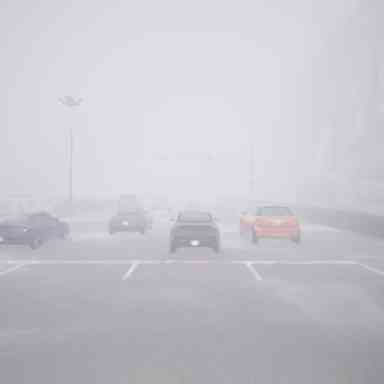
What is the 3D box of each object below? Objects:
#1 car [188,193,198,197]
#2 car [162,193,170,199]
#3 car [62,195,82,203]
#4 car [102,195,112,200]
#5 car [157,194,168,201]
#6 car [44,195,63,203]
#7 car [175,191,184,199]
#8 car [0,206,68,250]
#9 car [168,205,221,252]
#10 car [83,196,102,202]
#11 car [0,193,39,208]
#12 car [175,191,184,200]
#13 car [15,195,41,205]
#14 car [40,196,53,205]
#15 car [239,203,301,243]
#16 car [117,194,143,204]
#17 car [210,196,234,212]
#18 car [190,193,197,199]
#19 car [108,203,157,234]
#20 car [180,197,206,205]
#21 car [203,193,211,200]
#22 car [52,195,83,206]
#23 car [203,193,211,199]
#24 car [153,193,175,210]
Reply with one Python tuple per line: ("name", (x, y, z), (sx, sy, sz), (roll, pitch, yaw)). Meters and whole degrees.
("car", (0.223, 1.159, 75.606), (1.882, 1.535, 5.008), (0, 1, 0))
("car", (-6.696, 1.012, 86.073), (1.837, 1.490, 4.892), (0, 1, 0))
("car", (-24.339, 1.321, 67.705), (2.128, 1.511, 4.902), (0, 1, 0))
("car", (-17.344, 1.329, 67.019), (1.812, 1.442, 4.674), (0, 1, 0))
("car", (-6.767, 1.222, 76.827), (1.994, 1.385, 4.181), (0, 1, 0))
("car", (-27.844, 1.400, 67.065), (1.895, 1.301, 4.718), (0, 1, 0))
("car", (-3.196, 0.694, 86.075), (2.150, 2.045, 5.566), (0, 1, 0))
("car", (-6.915, 1.526, 14.275), (1.812, 1.442, 4.674), (0, 0, 0))
("car", (0.099, 1.504, 13.894), (1.837, 1.490, 4.892), (0, 0, 0))
("car", (-17.423, 1.381, 56.729), (1.882, 1.535, 5.008), (0, 0, 0))
("car", (-24.493, 1.171, 47.286), (2.150, 2.045, 5.566), (0, 0, 0))
("car", (-3.277, 1.181, 75.636), (1.837, 1.490, 4.892), (0, 1, 0))
("car", (-27.923, 1.381, 56.783), (1.882, 1.535, 5.008), (0, 0, 0))
("car", (-24.418, 1.390, 57.402), (2.128, 1.511, 4.902), (0, 0, 0))
("car", (3.598, 1.350, 16.125), (2.097, 1.767, 4.553), (0, 0, 0))
("car", (-6.902, 1.213, 37.368), (2.150, 2.045, 5.566), (0, 0, 0))
("car", (3.599, 1.343, 38.527), (2.097, 1.767, 4.553), (0, 0, 0))
("car", (0.304, 0.993, 86.024), (1.812, 1.442, 4.674), (0, 1, 0))
("car", (-3.401, 1.563, 19.062), (1.994, 1.385, 4.181), (0, 0, 0))
("car", (0.099, 1.542, 35.116), (2.033, 1.411, 5.357), (0, 0, 0))
("car", (3.726, 1.231, 75.992), (1.994, 1.385, 4.181), (0, 1, 0))
("car", (-17.495, 1.456, 47.020), (1.837, 1.490, 4.892), (0, 0, 0))
("car", (3.804, 1.009, 85.997), (2.033, 1.411, 5.357), (0, 1, 0))
("car", (-3.401, 1.340, 38.562), (2.097, 1.767, 4.553), (0, 0, 0))
